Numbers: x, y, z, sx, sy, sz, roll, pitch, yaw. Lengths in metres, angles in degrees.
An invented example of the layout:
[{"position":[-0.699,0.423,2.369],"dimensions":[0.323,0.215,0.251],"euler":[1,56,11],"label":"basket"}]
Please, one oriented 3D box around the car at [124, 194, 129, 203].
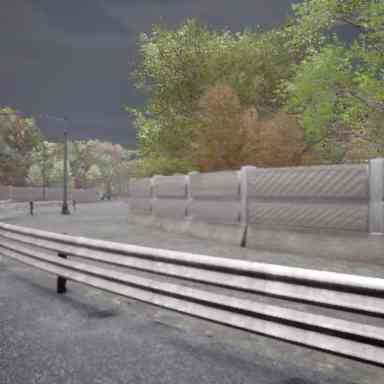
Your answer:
[{"position":[-13.467,1.540,75.182],"dimensions":[2.150,2.045,5.566],"euler":[0,0,9],"label":"car"}]
